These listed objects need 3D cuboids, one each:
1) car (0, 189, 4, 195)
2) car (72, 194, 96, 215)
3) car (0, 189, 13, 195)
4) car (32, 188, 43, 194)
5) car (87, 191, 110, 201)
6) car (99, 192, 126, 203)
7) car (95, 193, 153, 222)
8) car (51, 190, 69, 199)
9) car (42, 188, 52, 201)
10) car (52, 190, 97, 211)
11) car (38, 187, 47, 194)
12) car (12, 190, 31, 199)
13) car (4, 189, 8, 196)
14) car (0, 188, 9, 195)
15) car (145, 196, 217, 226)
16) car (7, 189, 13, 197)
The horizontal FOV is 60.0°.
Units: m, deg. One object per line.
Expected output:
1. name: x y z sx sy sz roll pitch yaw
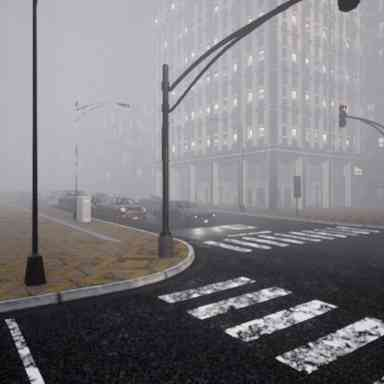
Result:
1. car: -37.054 0.105 67.556 2.008 1.369 4.403 1 0 -36
2. car: -7.864 1.100 26.756 1.802 1.307 4.206 1 0 -36
3. car: -40.298 0.013 72.089 1.947 1.339 4.313 1 0 -36
4. car: -40.019 -0.218 86.102 1.947 1.339 4.313 1 0 -36
5. car: -14.062 0.638 49.821 1.947 1.339 4.313 1 0 -36
6. car: -10.915 0.702 45.425 1.752 1.417 4.829 1 0 -36
7. car: -4.617 1.066 22.222 1.967 1.590 4.097 1 0 -36
8. car: -23.115 0.374 58.000 1.812 1.442 4.674 0 1 -36
9. car: -19.894 0.570 48.154 1.812 1.442 4.674 0 1 -35
10. car: -11.101 0.726 31.288 2.192 1.841 5.009 1 0 -36
11. car: -33.529 -0.025 77.031 1.887 1.381 4.507 1 0 -36
12. car: -27.324 0.420 53.955 1.887 1.381 4.507 1 0 -36
13. car: -33.811 0.206 63.022 1.887 1.381 4.507 1 0 -36
14. car: -43.541 -0.115 76.622 1.887 1.381 4.507 1 0 -36
15. car: -0.695 1.229 21.181 2.033 1.411 5.357 0 1 -34
16. car: -30.567 0.319 58.489 2.008 1.369 4.403 1 0 -36
